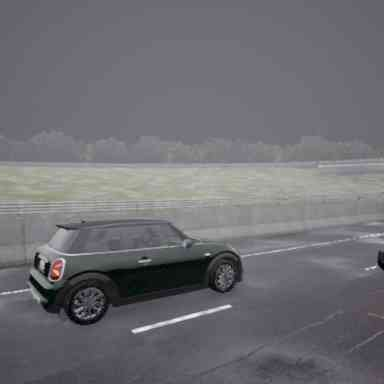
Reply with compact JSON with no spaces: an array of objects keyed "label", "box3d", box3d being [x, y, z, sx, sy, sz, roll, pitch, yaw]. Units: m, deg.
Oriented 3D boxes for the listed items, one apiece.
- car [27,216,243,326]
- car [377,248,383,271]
[{"label":"car","box3d":[-1.012,1.351,7.324,4.553,1.767,2.097,0,0,-35]},{"label":"car","box3d":[6.882,1.589,8.658,4.718,1.301,1.895,0,0,-35]}]
